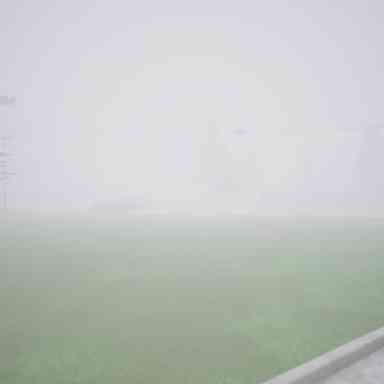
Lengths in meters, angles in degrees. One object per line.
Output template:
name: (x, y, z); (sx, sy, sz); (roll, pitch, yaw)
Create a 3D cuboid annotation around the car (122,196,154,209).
car: (-7.776, 1.379, 43.584); (4.553, 1.767, 2.097); (0, 0, 12)

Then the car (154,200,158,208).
car: (-7.069, 1.388, 47.011); (4.553, 1.767, 2.097); (0, 0, 12)

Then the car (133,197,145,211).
car: (-8.256, 1.585, 40.106); (4.181, 1.385, 1.994); (0, 0, 12)

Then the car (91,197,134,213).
car: (-8.986, 1.576, 36.684); (4.181, 1.385, 1.994); (0, 0, 12)
